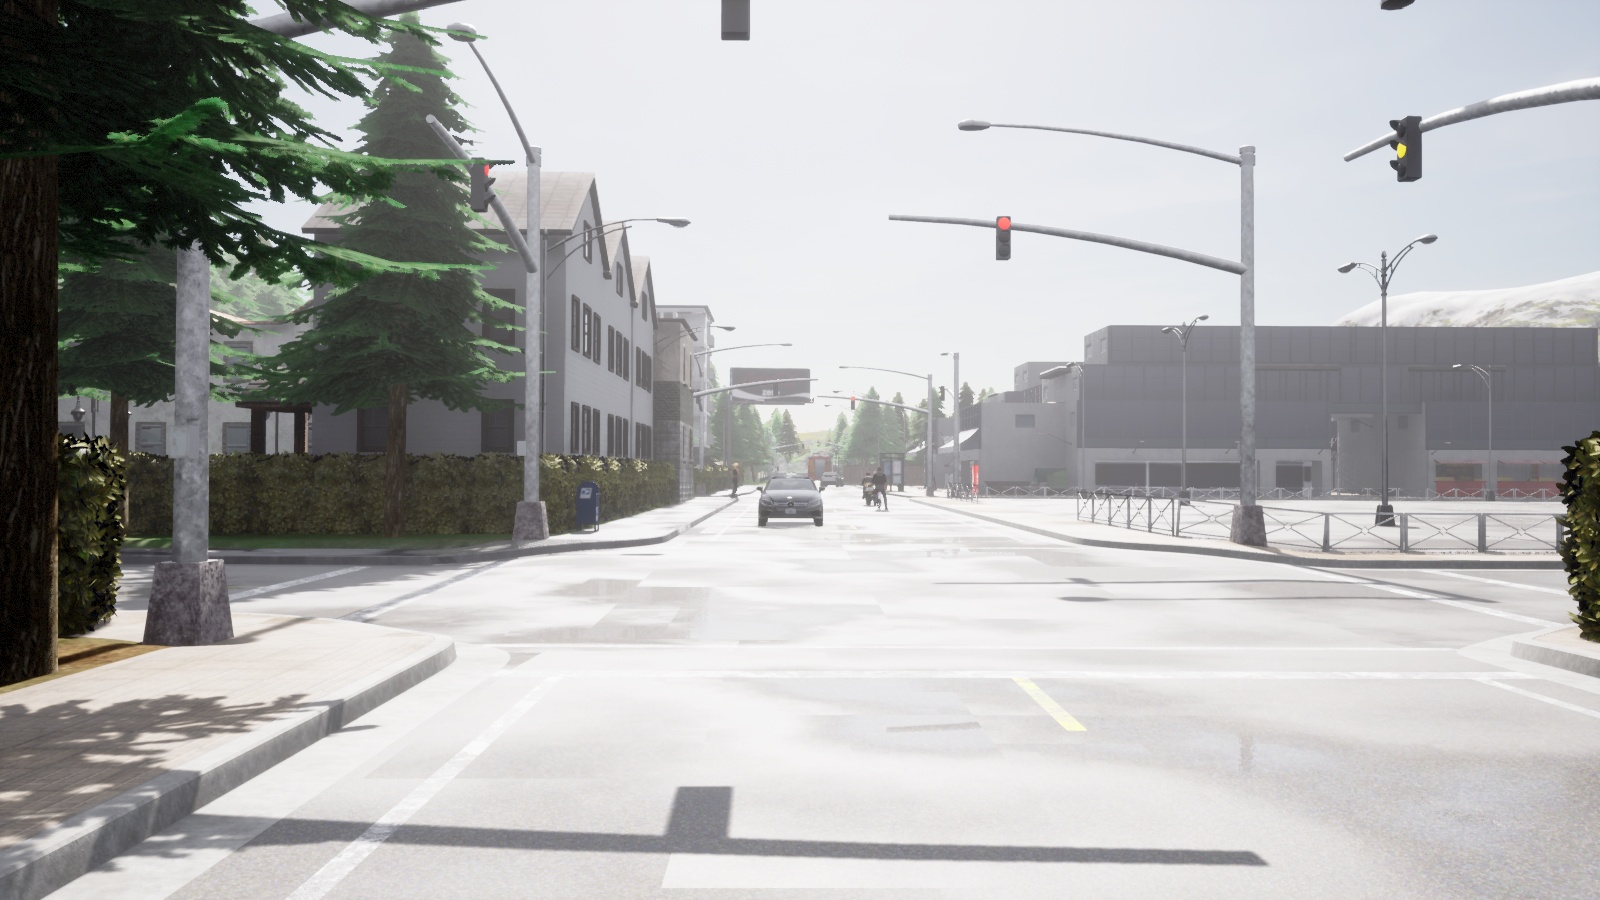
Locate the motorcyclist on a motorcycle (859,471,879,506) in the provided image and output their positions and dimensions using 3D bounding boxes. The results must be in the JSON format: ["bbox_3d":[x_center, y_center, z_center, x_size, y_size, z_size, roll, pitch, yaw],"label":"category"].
[{"bbox_3d":[3.109,1.734,56.791,0.797,1.523,2.044,0,-1,0],"label":"motorcyclist on a motorcycle"}]

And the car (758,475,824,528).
[{"bbox_3d":[-0.258,1.455,36.731,1.812,1.442,4.674,0,-1,0],"label":"car"}]

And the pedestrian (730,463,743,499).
[{"bbox_3d":[-3.264,1.579,64.555,0.594,1.836,0.345,0,-1,-31],"label":"pedestrian"}]
